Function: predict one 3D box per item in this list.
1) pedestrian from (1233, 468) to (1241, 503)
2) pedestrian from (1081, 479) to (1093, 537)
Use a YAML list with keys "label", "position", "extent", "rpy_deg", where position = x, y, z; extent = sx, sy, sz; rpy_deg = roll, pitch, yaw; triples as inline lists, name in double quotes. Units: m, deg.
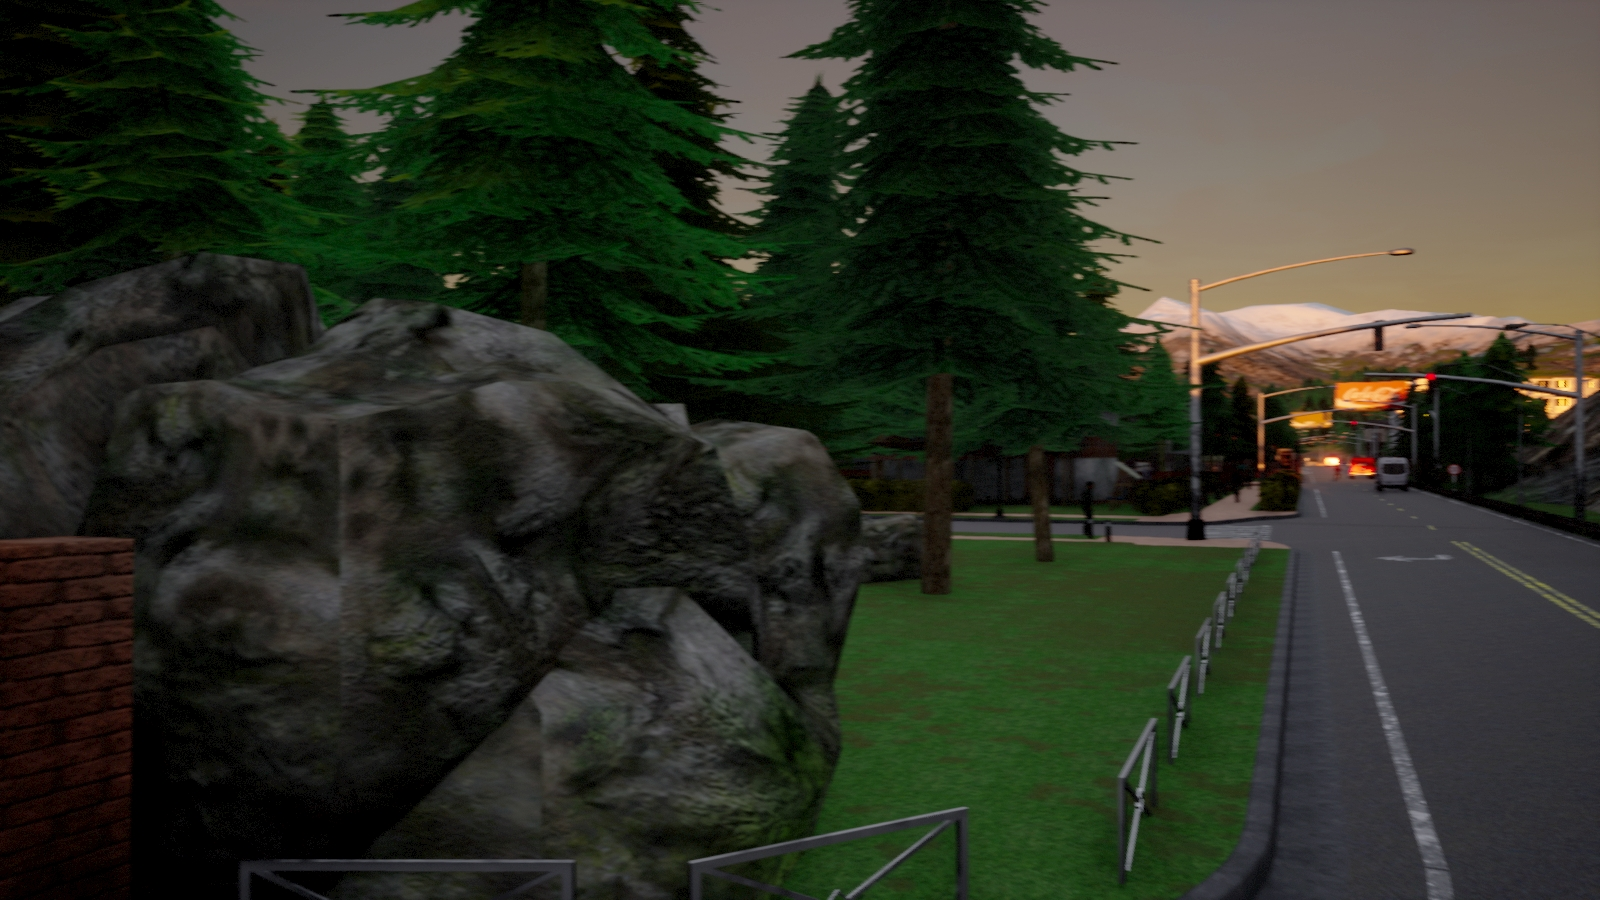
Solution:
- label: "pedestrian"
  position: [22.835, 1.855, 59.697]
  extent: [0.375, 1.860, 0.375]
  rpy_deg: [0, 0, 25]
- label: "pedestrian"
  position: [9.424, 1.900, 37.529]
  extent: [0.375, 1.860, 0.375]
  rpy_deg: [0, 0, 15]
